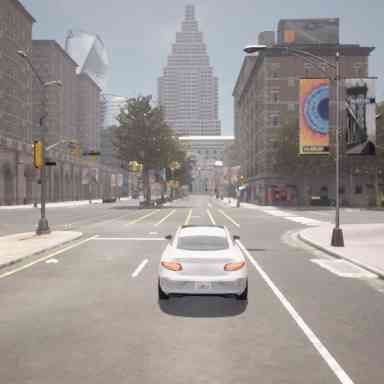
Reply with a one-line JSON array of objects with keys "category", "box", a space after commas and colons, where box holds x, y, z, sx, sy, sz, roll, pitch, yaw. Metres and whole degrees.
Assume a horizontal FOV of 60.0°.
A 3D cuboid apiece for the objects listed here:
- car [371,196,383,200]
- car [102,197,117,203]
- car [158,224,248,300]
[{"category": "car", "box": [35.971, 1.481, 67.558, 2.231, 1.521, 4.892, 0, 0, 1]}, {"category": "car", "box": [-16.742, 1.595, 67.350, 1.895, 1.301, 4.718, 0, 0, 1]}, {"category": "car", "box": [0.261, 1.526, 8.285, 1.812, 1.442, 4.674, 0, 0, 2]}]
